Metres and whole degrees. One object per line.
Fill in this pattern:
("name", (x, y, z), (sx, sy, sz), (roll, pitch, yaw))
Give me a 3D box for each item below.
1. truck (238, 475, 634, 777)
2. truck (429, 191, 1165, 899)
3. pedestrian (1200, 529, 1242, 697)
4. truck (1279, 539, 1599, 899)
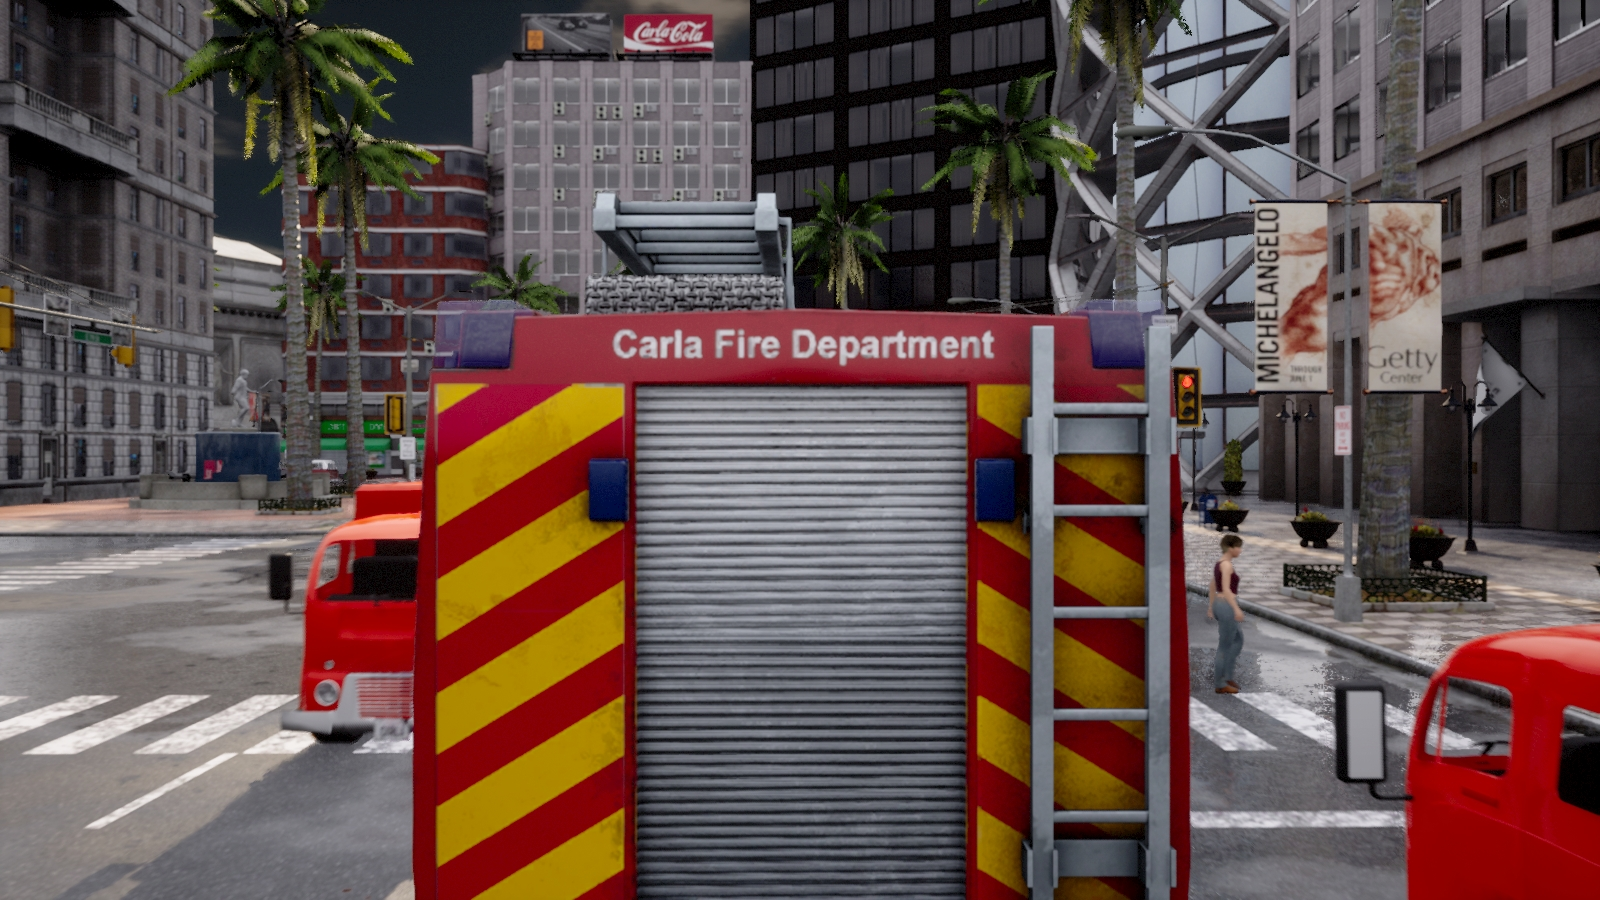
("truck", (-3.498, 1.567, 12.393), (2.627, 2.467, 5.204), (0, 0, 0))
("truck", (-0.009, 0.891, 8.728), (2.891, 3.827, 8.468), (0, 0, 0))
("pedestrian", (4.811, 1.849, 13.060), (0.375, 1.860, 0.375), (0, 0, 7))
("truck", (3.515, 1.536, 2.562), (2.627, 2.467, 5.204), (0, -2, 0))
